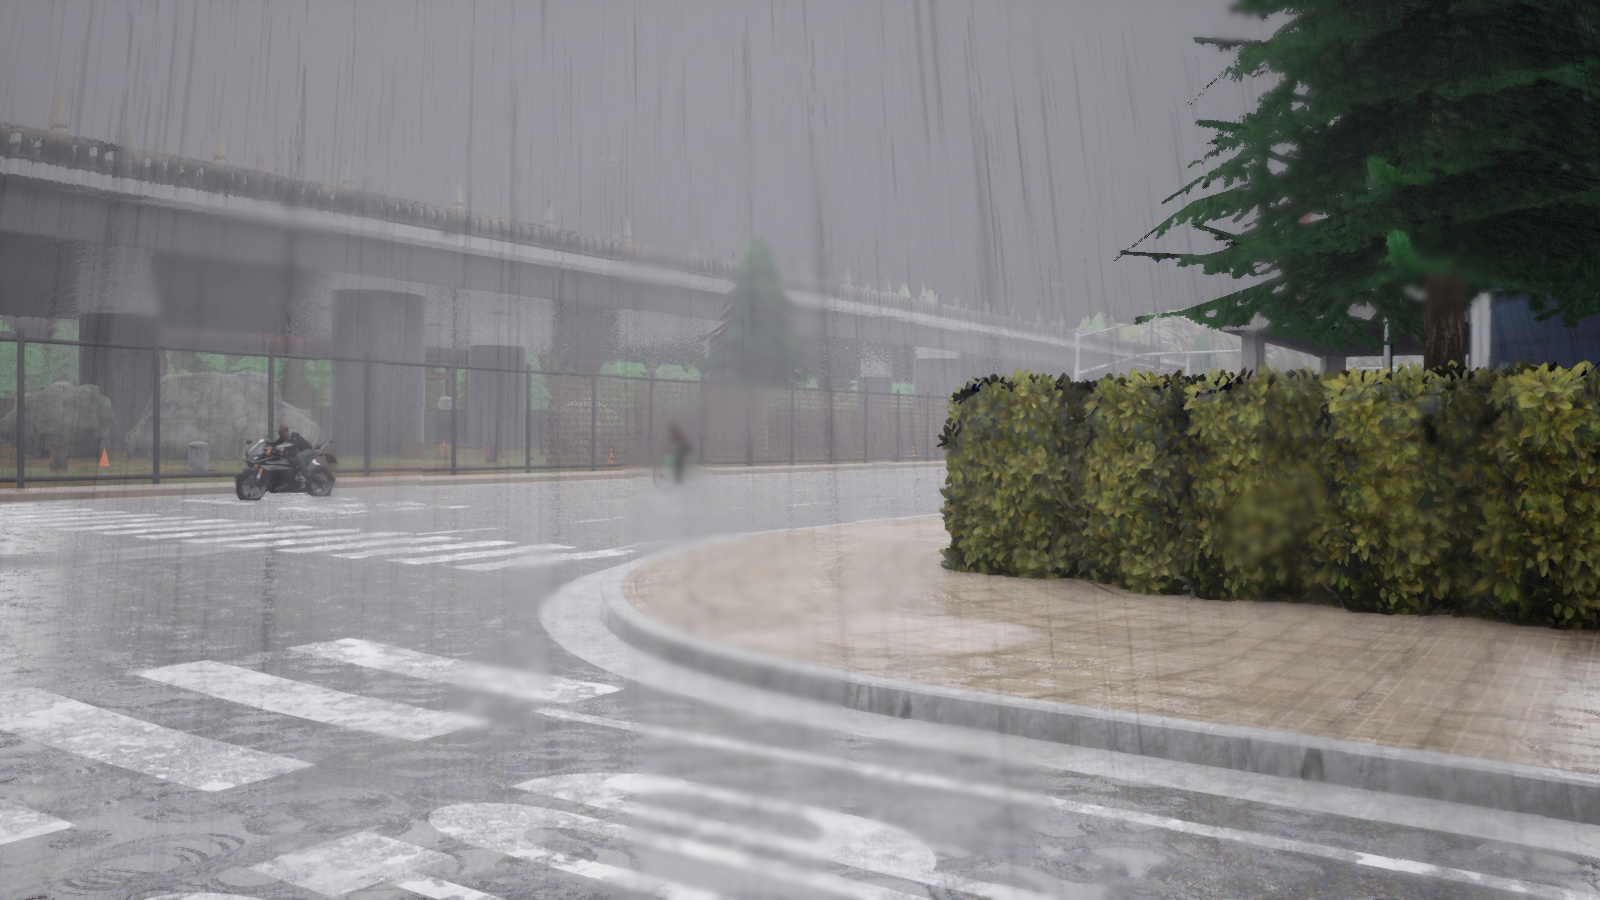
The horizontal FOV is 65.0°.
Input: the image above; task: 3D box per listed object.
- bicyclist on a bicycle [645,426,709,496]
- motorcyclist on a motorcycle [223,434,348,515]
[{"bbox_3d":[-2.927,0.246,29.962,0.582,1.620,1.656,0,1,33],"label":"bicyclist on a bicycle"},{"bbox_3d":[-10.275,0.460,25.151,0.866,1.530,2.191,0,1,34],"label":"motorcyclist on a motorcycle"}]
